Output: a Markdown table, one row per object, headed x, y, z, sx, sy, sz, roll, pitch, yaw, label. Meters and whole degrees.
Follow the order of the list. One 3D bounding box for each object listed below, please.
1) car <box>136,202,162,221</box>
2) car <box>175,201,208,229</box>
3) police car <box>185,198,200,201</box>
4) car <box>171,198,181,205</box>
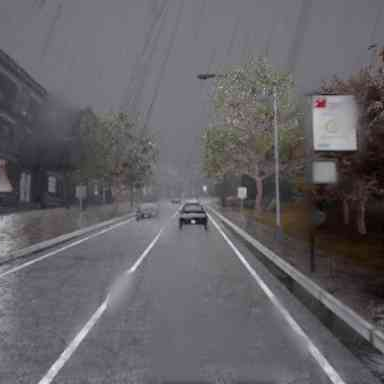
| x | y | z | sx | sy | sz | roll | pitch | yaw | label |
| --- | --- | --- | --- | --- | --- | --- | --- | --- | --- |
| -3.633 | 1.647 | 28.663 | 1.837 | 1.490 | 4.892 | 0 | 0 | 0 | car |
| 0.072 | 1.604 | 22.725 | 2.128 | 1.511 | 4.902 | 0 | 0 | 0 | car |
| 0.046 | 1.632 | 41.931 | 1.930 | 1.638 | 5.238 | 0 | 0 | 0 | police car |
| -3.287 | 1.891 | 69.054 | 2.033 | 1.411 | 5.357 | 0 | 0 | 4 | car |
